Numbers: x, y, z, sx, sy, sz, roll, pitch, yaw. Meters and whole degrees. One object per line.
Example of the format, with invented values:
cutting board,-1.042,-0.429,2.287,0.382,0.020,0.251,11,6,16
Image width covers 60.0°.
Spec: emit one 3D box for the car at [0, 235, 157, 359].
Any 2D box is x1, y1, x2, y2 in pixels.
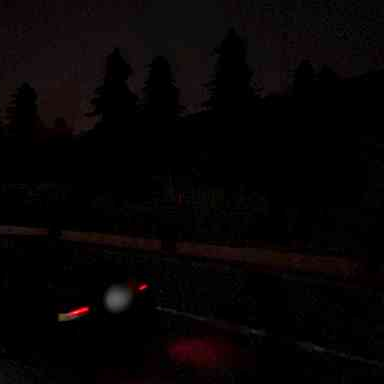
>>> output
car,-3.169,1.512,5.879,5.357,1.411,2.033,0,0,32
